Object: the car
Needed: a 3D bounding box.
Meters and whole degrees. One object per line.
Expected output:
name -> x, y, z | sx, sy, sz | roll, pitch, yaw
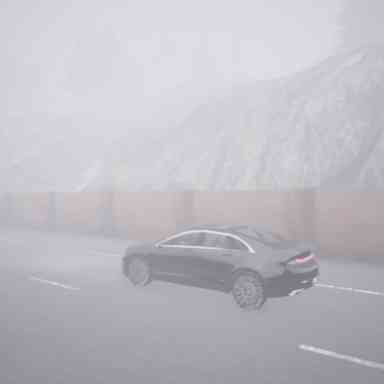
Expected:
car -> 0.440, 1.528, 7.911 | 4.902, 1.511, 2.128 | -1, 0, 35
